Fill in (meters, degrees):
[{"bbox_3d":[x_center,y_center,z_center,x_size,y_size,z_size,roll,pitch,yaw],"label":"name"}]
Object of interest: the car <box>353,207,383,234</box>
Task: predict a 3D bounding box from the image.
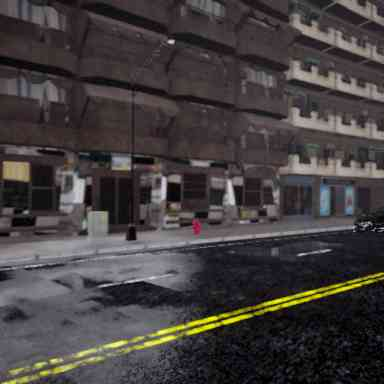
[{"bbox_3d":[11.190,1.614,18.925,4.892,1.490,1.837,1,-1,-32],"label":"car"}]
